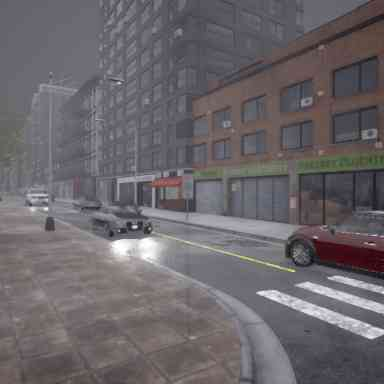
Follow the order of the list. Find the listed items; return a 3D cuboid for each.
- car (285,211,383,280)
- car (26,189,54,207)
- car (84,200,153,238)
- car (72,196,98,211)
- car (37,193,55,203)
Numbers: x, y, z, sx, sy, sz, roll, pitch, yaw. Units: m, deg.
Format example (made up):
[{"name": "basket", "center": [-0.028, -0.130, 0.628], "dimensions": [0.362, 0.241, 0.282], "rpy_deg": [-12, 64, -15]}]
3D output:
[{"name": "car", "center": [4.669, 1.269, 8.670], "dimensions": [2.097, 1.767, 4.553], "rpy_deg": [0, 1, -32]}, {"name": "car", "center": [-18.329, 0.610, 39.566], "dimensions": [2.150, 2.045, 5.566], "rpy_deg": [0, 0, -32]}, {"name": "car", "center": [-3.528, 1.290, 16.086], "dimensions": [1.994, 1.385, 4.181], "rpy_deg": [0, 1, -32]}, {"name": "car", "center": [-10.124, 1.072, 31.994], "dimensions": [1.994, 1.385, 4.181], "rpy_deg": [0, 0, -32]}, {"name": "car", "center": [-22.876, 0.880, 52.098], "dimensions": [1.812, 1.442, 4.674], "rpy_deg": [0, -1, -33]}]
